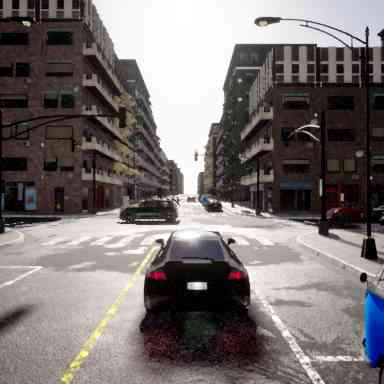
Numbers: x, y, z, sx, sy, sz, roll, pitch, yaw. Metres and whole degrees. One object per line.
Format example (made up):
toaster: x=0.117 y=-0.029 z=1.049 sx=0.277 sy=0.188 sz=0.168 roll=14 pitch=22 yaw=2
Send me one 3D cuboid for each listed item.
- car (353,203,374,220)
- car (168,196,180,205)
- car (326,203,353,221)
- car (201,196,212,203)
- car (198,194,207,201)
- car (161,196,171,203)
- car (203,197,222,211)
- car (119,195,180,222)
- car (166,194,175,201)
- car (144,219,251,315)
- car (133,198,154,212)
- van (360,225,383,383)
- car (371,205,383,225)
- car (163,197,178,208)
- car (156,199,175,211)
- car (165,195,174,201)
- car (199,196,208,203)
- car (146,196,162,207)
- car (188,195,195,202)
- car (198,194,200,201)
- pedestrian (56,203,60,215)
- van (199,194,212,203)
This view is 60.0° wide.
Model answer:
car: x=15.549 y=1.624 z=25.597 sx=4.902 sy=1.511 sz=2.128 roll=0 pitch=-1 yaw=1
car: x=-3.169 y=1.501 z=60.081 sx=1.882 sy=1.535 sz=5.008 roll=0 pitch=0 yaw=0
car: x=13.595 y=1.608 z=28.210 sx=4.097 sy=1.590 sz=1.967 roll=0 pitch=-1 yaw=1
car: x=2.627 y=1.567 z=45.650 sx=2.008 sy=1.369 sz=4.403 roll=1 pitch=0 yaw=0
car: x=2.565 y=1.352 z=85.148 sx=2.192 sy=1.841 sz=5.009 roll=1 pitch=0 yaw=0
car: x=-5.799 y=1.575 z=73.849 sx=1.887 sy=1.381 sz=4.507 roll=1 pitch=0 yaw=0
car: x=2.636 y=1.580 z=40.007 sx=1.947 sy=1.339 sz=4.313 roll=1 pitch=0 yaw=0
car: x=-3.282 y=1.360 z=25.766 sx=4.553 sy=1.767 sz=2.097 roll=0 pitch=0 yaw=1
car: x=-5.826 y=1.481 z=90.777 sx=1.967 sy=1.590 sz=4.097 roll=1 pitch=0 yaw=0
car: x=0.088 y=1.566 z=7.663 sx=1.994 sy=1.385 sz=4.181 roll=0 pitch=0 yaw=0
car: x=-5.742 y=1.539 z=39.823 sx=1.752 sy=1.417 sz=4.829 roll=1 pitch=0 yaw=0
van: x=2.670 y=1.342 z=2.061 sx=1.690 sy=1.788 sz=3.998 roll=1 pitch=0 yaw=0
car: x=13.505 y=1.583 z=19.829 sx=4.313 sy=1.339 sz=1.947 roll=0 pitch=-1 yaw=1
car: x=-3.179 y=1.496 z=49.704 sx=1.882 sy=1.535 sz=5.008 roll=0 pitch=0 yaw=0
car: x=-3.167 y=1.578 z=40.987 sx=1.994 sy=1.385 sz=4.181 roll=0 pitch=0 yaw=0
car: x=-5.819 y=1.588 z=85.134 sx=2.008 sy=1.369 sz=4.403 roll=1 pitch=0 yaw=0
car: x=2.579 y=1.612 z=73.862 sx=1.802 sy=1.307 sz=4.206 roll=1 pitch=0 yaw=0
car: x=-5.761 y=1.459 z=51.279 sx=1.967 sy=1.590 sz=4.097 roll=1 pitch=0 yaw=0
car: x=-0.134 y=1.559 z=80.537 sx=2.128 sy=1.511 sz=4.902 roll=0 pitch=0 yaw=0
car: x=2.590 y=1.553 z=68.390 sx=1.752 sy=1.417 sz=4.829 roll=1 pitch=0 yaw=0
pedestrian: x=-12.591 y=1.597 z=31.417 sx=0.500 sy=1.100 sz=0.500 roll=0 pitch=-1 yaw=1
van: x=2.612 y=1.363 z=56.935 sx=1.690 sy=1.788 sz=3.998 roll=1 pitch=0 yaw=0
